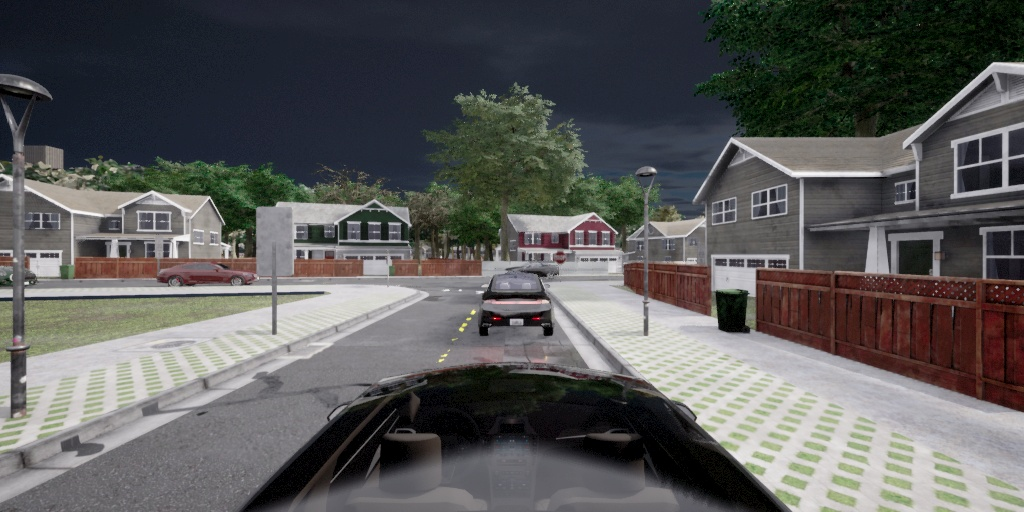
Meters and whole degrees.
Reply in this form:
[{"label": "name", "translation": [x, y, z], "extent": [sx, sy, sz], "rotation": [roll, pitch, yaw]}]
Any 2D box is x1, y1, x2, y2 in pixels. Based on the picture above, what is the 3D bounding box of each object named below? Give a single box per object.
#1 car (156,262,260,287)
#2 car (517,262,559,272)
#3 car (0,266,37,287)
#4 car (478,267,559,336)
[{"label": "car", "translation": [-17.563, 1.071, 20.932], "extent": [4.674, 1.442, 1.812], "rotation": [1, 0, -20]}, {"label": "car", "translation": [1.676, 1.276, 31.054], "extent": [4.902, 1.511, 2.128], "rotation": [1, 0, -20]}, {"label": "car", "translation": [-26.897, 0.776, 17.532], "extent": [4.553, 1.767, 2.097], "rotation": [1, 0, -20]}, {"label": "car", "translation": [0.104, 1.240, 10.314], "extent": [2.128, 1.511, 4.902], "rotation": [0, 0, 0]}]
